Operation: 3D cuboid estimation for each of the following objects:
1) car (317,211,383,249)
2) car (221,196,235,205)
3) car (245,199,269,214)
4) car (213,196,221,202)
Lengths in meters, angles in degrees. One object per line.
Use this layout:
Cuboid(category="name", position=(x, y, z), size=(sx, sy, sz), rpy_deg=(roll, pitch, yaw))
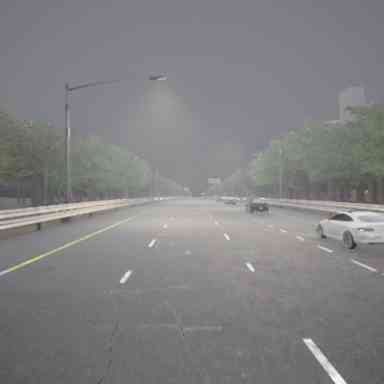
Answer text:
Cuboid(category="car", position=(7.018, 1.529, 14.335), size=(1.812, 1.442, 4.674), rpy_deg=(0, 0, 0))
Cuboid(category="car", position=(7.143, 1.821, 64.081), size=(1.895, 1.301, 4.718), rpy_deg=(0, -1, 0))
Cuboid(category="car", position=(7.029, 1.505, 36.361), size=(1.882, 1.535, 5.008), rpy_deg=(0, 0, 0))
Cuboid(category="car", position=(7.317, 2.058, 89.045), size=(1.812, 1.442, 4.674), rpy_deg=(0, -1, 0))
